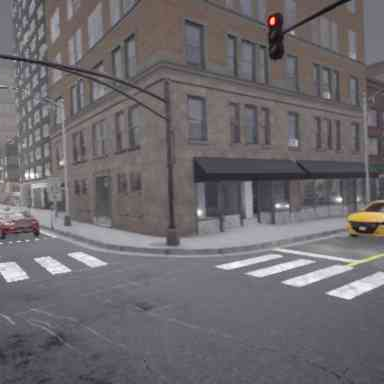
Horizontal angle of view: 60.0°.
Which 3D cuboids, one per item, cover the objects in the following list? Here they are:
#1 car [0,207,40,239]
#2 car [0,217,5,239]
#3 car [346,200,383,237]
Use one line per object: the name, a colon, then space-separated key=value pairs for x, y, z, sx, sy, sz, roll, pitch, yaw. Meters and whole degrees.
car: x=-9.045 y=1.565 z=17.043 sx=1.802 sy=1.307 sz=4.206 roll=-2 pitch=1 yaw=-37
car: x=-7.817 y=1.579 z=11.199 sx=1.812 sy=1.442 sz=4.674 roll=-3 pitch=1 yaw=-37
car: x=8.613 y=1.078 z=14.421 sx=5.008 sy=1.535 sz=1.882 roll=-2 pitch=0 yaw=-37
